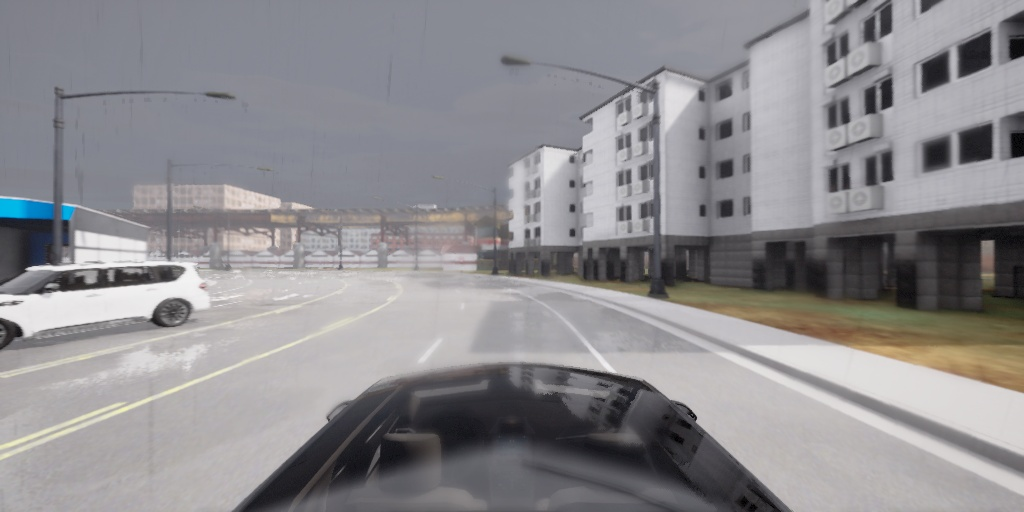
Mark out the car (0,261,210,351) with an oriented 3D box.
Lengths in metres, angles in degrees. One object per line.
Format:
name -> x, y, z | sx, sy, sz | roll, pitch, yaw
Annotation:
car -> -11.331, 1.189, 9.334 | 2.150, 2.045, 5.566 | 0, 1, 18
